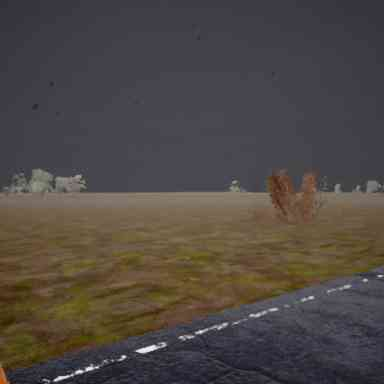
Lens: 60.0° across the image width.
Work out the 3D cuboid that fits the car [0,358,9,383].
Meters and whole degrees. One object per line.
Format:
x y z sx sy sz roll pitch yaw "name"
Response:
-3.118 1.348 1.181 4.553 1.767 2.097 0 0 -36 "car"
